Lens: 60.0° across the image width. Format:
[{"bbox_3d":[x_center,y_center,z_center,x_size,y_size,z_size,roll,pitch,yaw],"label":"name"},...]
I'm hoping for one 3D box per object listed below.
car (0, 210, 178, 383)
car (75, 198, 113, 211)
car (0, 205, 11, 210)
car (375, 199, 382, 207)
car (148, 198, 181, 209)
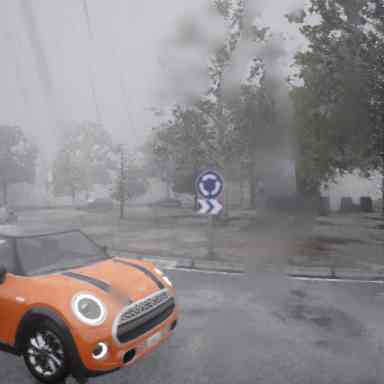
[{"bbox_3d":[-2.476,1.345,5.423,4.553,1.767,2.097,0,0,28],"label":"car"},{"bbox_3d":[-11.342,1.428,38.834,1.812,1.442,4.674,0,0,38],"label":"car"},{"bbox_3d":[-11.024,1.495,18.650,1.812,1.442,4.674,-1,0,-21],"label":"car"},{"bbox_3d":[25.942,1.332,43.899,1.812,1.442,4.674,0,0,4],"label":"car"},{"bbox_3d":[-3.410,1.440,41.901,4.181,1.385,1.994,0,0,-29],"label":"car"}]
